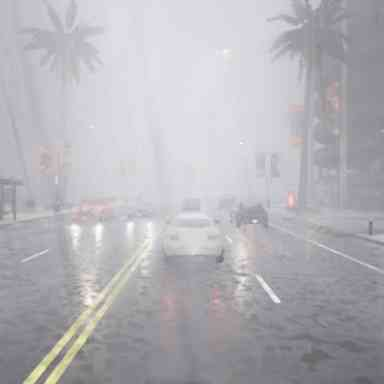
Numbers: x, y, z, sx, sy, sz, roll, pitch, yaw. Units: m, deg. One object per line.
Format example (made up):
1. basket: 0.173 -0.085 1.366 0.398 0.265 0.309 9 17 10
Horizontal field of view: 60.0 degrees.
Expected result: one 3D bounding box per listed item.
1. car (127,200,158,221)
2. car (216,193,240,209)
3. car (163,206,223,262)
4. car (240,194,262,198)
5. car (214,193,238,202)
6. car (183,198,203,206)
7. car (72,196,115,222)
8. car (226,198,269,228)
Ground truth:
1. car: -3.671 1.335 25.452 1.812 1.442 4.674 0 0 0
2. car: 4.381 1.179 39.433 1.882 1.535 5.008 0 0 11
3. car: 0.021 1.437 11.600 1.812 1.442 4.674 0 0 -1
4. car: 11.320 1.061 64.042 5.357 1.411 2.033 0 1 -39
5. car: 6.637 1.016 64.433 4.892 1.490 1.837 -1 0 -44
6. car: 0.073 1.296 33.280 2.033 1.411 5.357 0 0 3
7. car: -7.161 1.169 24.551 2.097 1.767 4.553 0 0 1
8. car: 3.481 1.345 20.907 1.837 1.490 4.892 0 0 0
